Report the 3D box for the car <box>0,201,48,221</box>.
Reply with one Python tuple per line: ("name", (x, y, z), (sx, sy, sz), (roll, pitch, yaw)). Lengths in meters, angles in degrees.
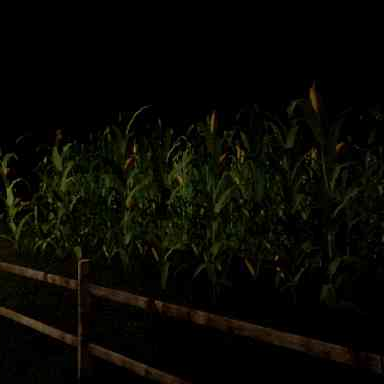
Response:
("car", (-12.490, 1.370, 24.599), (1.895, 1.301, 4.718), (0, 1, 38))
